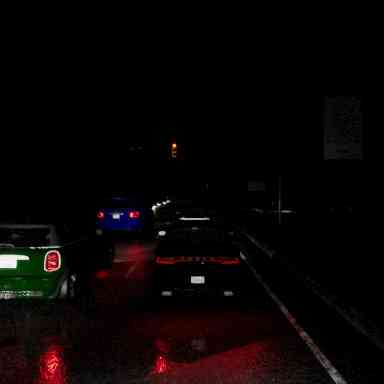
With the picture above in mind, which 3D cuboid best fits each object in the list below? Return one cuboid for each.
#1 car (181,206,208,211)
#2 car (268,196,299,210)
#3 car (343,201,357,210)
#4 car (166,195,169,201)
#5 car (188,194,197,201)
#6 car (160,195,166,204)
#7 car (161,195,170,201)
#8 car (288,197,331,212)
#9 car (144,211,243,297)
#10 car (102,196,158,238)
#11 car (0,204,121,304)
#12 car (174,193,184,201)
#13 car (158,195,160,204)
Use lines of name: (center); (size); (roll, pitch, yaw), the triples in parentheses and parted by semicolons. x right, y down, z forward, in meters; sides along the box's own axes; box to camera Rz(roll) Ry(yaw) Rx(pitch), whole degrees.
car: (0.127, 1.491, 18.148); (2.128, 1.511, 4.902); (0, 0, 0)
car: (12.009, 1.352, 41.970); (4.553, 1.767, 2.097); (0, 0, 3)
car: (20.589, 1.562, 41.476); (4.181, 1.385, 1.994); (0, 0, 3)
car: (-6.888, 1.478, 75.390); (1.882, 1.535, 5.008); (0, 0, 0)
car: (0.128, 1.348, 85.967); (2.097, 1.767, 4.553); (0, 0, 0)
car: (-6.933, 1.547, 65.581); (2.033, 1.411, 5.357); (0, 0, 1)
car: (-6.873, 1.459, 85.415); (1.882, 1.535, 5.008); (0, 0, 0)
car: (13.764, 1.564, 38.361); (4.181, 1.385, 1.994); (0, 0, 3)
car: (0.113, 1.478, 8.648); (1.882, 1.535, 5.008); (0, 0, 0)
car: (-3.393, 1.221, 17.893); (2.150, 2.045, 5.566); (0, 0, 2)
car: (-3.388, 1.352, 8.276); (2.097, 1.767, 4.553); (0, 0, 0)
car: (-3.372, 1.218, 85.650); (2.150, 2.045, 5.566); (0, 0, 0)
car: (-7.002, 1.505, 55.801); (1.837, 1.490, 4.892); (0, 0, 0)
